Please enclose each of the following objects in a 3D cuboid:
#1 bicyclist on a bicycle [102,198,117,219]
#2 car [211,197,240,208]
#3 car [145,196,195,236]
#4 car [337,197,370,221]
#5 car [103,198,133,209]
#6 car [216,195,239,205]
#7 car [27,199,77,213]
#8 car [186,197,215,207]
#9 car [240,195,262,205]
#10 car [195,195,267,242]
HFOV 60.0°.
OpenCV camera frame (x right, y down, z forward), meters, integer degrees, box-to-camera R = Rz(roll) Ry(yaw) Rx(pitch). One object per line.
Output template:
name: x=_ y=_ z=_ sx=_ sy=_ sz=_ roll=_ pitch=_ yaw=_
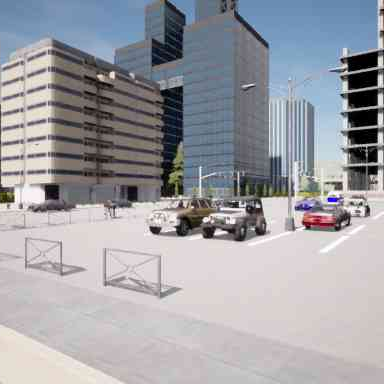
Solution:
bicyclist on a bicycle: x=-6.520 y=1.302 z=26.229 sx=1.656 sy=1.620 sz=0.582 roll=0 pitch=0 yaw=34
car: x=5.135 y=1.547 z=50.475 sx=2.033 sy=1.411 sz=5.357 roll=0 pitch=0 yaw=33
car: x=-0.276 y=1.153 z=17.279 sx=1.932 sy=1.855 sz=4.605 roll=0 pitch=0 yaw=34
car: x=14.097 y=1.395 z=28.592 sx=1.970 sy=1.475 sz=3.806 roll=0 pitch=0 yaw=34
car: x=-10.329 y=1.564 z=46.550 sx=1.994 sy=1.385 sz=4.181 roll=0 pitch=0 yaw=35
car: x=6.360 y=1.352 z=58.781 sx=2.097 sy=1.767 sz=4.553 roll=0 pitch=0 yaw=34
car: x=-15.954 y=1.547 z=38.177 sx=2.033 sy=1.411 sz=5.357 roll=0 pitch=0 yaw=34
car: x=1.322 y=1.492 z=51.149 sx=2.128 sy=1.511 sz=4.902 roll=0 pitch=0 yaw=34
car: x=10.395 y=1.352 z=58.354 sx=2.097 sy=1.767 sz=4.553 roll=0 pitch=0 yaw=34
car: x=2.094 y=1.156 z=15.617 sx=1.905 sy=1.878 sz=3.866 roll=0 pitch=0 yaw=34
